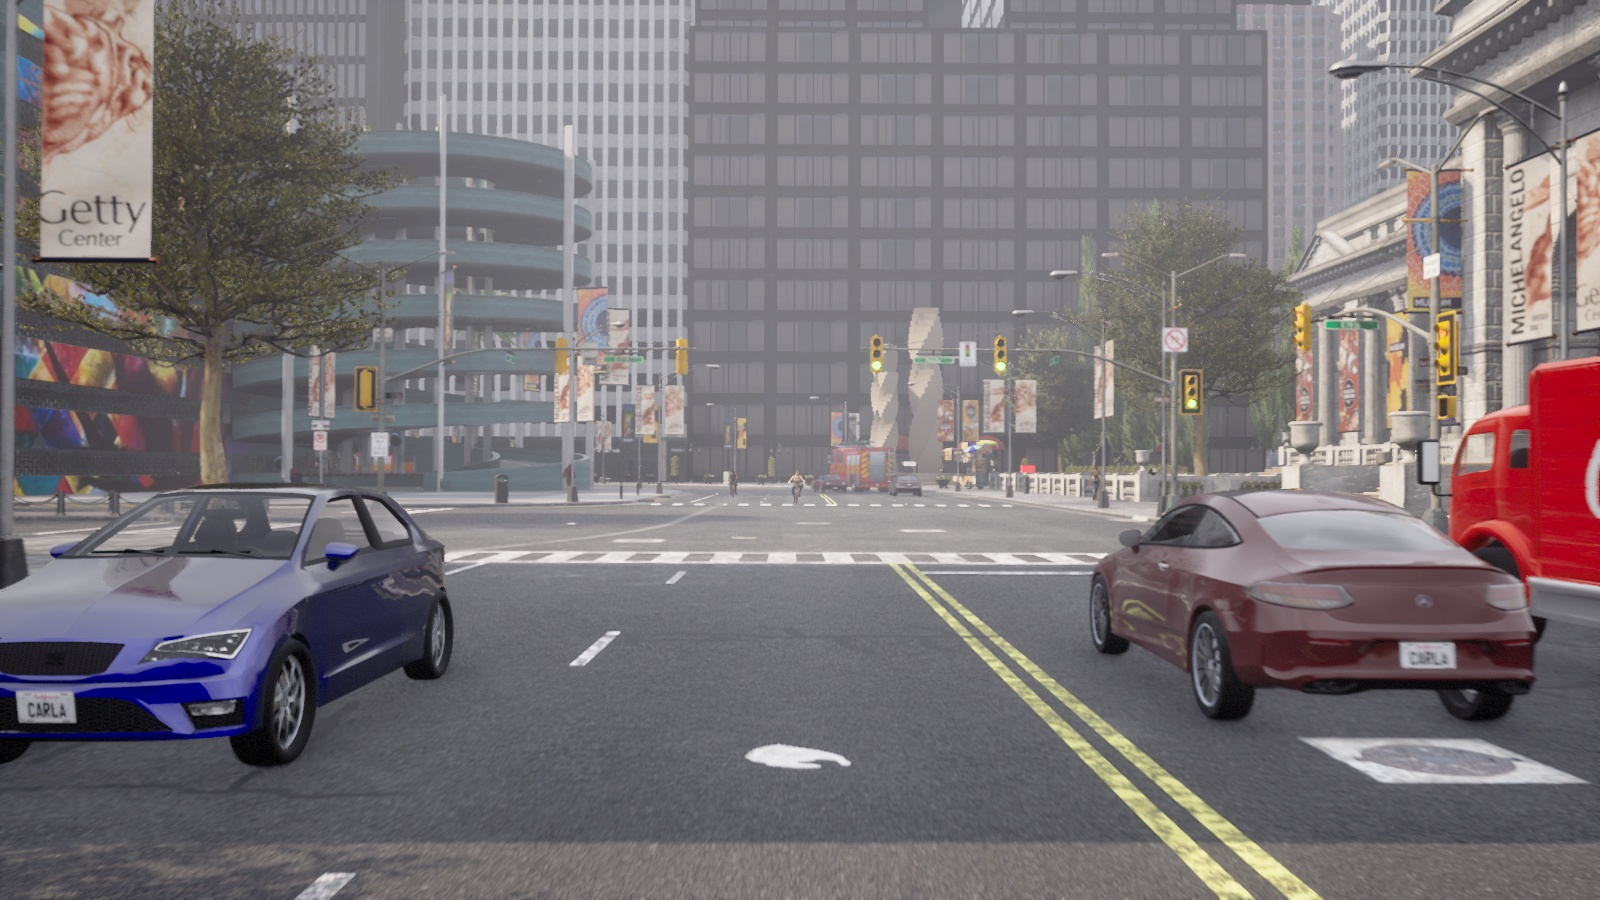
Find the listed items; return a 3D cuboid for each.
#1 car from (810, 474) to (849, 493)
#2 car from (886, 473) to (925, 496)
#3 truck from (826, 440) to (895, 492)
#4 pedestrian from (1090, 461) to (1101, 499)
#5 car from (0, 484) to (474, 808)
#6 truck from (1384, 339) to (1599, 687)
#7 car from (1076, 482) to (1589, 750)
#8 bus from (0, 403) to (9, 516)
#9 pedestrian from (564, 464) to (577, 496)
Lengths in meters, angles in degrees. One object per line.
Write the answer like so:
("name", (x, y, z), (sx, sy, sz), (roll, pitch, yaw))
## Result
("car", (2.122, 2.454, 92.448), (1.895, 1.301, 4.718), (0, -1, -12))
("car", (6.761, 2.187, 80.780), (2.033, 1.411, 5.357), (0, -1, 0))
("truck", (4.586, 1.250, 96.712), (2.891, 3.827, 8.468), (0, -1, -15))
("pedestrian", (14.079, 1.416, 59.821), (0.328, 1.805, 0.869), (0, -1, 0))
("car", (-3.525, 0.976, 7.986), (1.816, 1.474, 4.193), (0, -1, 0))
("truck", (6.978, 0.456, 9.515), (2.627, 2.467, 5.204), (0, -1, 0))
("car", (3.478, 0.983, 9.335), (1.812, 1.442, 4.674), (0, -1, 0))
("bus", (-35.537, 0.360, 46.559), (10.273, 4.253, 3.944), (0, -1, 6))
("pedestrian", (-13.628, 1.774, 74.601), (0.634, 1.844, 0.899), (0, -1, -2))
